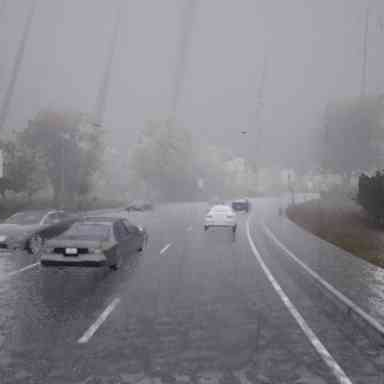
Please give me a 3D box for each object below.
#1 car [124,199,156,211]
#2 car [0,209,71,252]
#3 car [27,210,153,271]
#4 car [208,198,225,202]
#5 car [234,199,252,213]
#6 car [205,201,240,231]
[{"bbox_3d":[-5.676,1.518,37.140,2.033,1.411,5.357,0,0,15],"label":"car"},{"bbox_3d":[-6.293,1.470,13.449,2.128,1.511,4.902,0,0,6],"label":"car"},{"bbox_3d":[-2.849,1.538,10.935,2.033,1.411,5.357,0,0,5],"label":"car"},{"bbox_3d":[4.139,1.616,55.839,1.994,1.385,4.181,0,0,21],"label":"car"},{"bbox_3d":[5.745,1.502,38.315,1.882,1.535,5.008,0,0,16],"label":"car"},{"bbox_3d":[1.862,1.534,20.685,1.812,1.442,4.674,0,0,9],"label":"car"}]
